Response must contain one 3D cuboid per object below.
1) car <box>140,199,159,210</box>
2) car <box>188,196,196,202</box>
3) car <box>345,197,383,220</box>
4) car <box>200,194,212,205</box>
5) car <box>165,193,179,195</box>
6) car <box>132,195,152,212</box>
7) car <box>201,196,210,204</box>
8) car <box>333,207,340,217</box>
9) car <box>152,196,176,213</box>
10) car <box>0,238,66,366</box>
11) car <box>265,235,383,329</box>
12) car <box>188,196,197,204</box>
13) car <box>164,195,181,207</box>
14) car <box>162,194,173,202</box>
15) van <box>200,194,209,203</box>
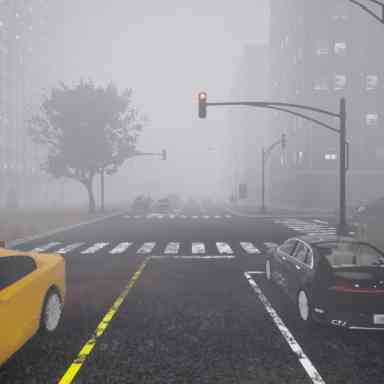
[{"bbox_3d":[-5.699,1.592,44.769,1.947,1.339,4.313,0,0,0],"label":"car"},{"bbox_3d":[-0.013,1.668,78.852,1.895,1.301,4.718,0,0,0],"label":"car"},{"bbox_3d":[13.480,1.151,23.667,4.553,1.767,2.097,-1,0,-1],"label":"car"},{"bbox_3d":[2.679,1.610,61.338,1.947,1.339,4.313,0,0,0],"label":"car"},{"bbox_3d":[-3.095,1.263,58.675,2.150,2.045,5.566,0,0,-1],"label":"car"},{"bbox_3d":[-5.699,1.336,39.246,2.192,1.841,5.009,0,0,0],"label":"car"},{"bbox_3d":[2.678,1.578,67.031,1.752,1.417,4.829,0,0,0],"label":"car"},{"bbox_3d":[13.421,1.350,26.267,4.403,1.369,2.008,-1,1,-1],"label":"car"},{"bbox_3d":[-3.105,1.525,37.890,1.837,1.490,4.892,0,0,0],"label":"car"},{"bbox_3d":[-3.128,1.478,3.832,1.882,1.535,5.008,0,0,0],"label":"car"},{"bbox_3d":[2.688,1.551,6.859,2.008,1.369,4.403,0,0,0],"label":"car"},{"bbox_3d":[0.080,1.596,64.625,2.033,1.411,5.357,0,0,0],"label":"car"},{"bbox_3d":[-3.103,1.521,48.097,2.128,1.511,4.902,0,0,0],"label":"car"},{"bbox_3d":[-5.705,1.386,77.905,2.192,1.841,5.009,0,0,0],"label":"car"},{"bbox_3d":[2.676,1.402,72.385,1.690,1.788,3.998,0,0,0],"label":"van"}]
